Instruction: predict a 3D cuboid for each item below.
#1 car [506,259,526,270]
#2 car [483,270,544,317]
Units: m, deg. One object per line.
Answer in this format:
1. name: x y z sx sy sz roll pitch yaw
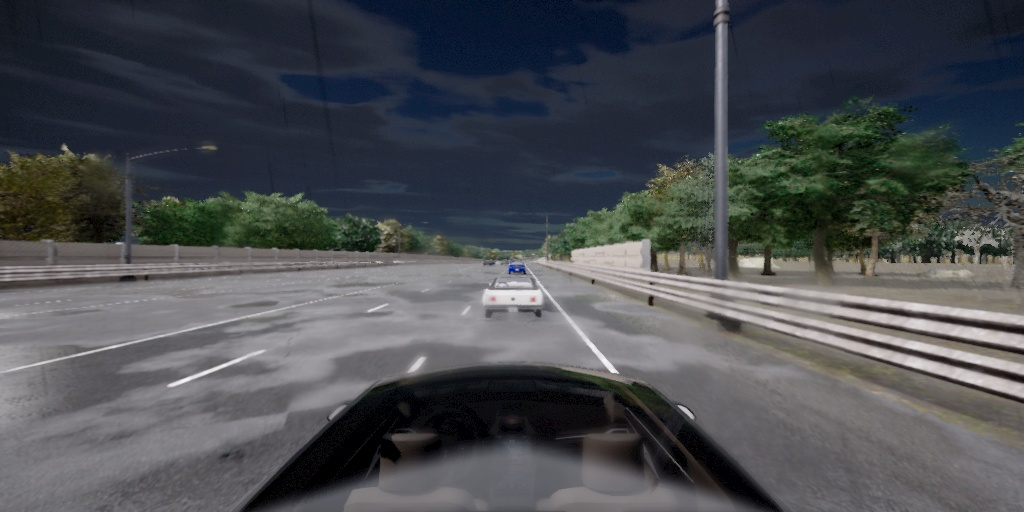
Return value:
1. car: 0.583 1.331 40.788 1.882 1.535 5.008 0 -1 1
2. car: 0.072 1.355 13.116 1.895 1.301 4.718 0 0 1
